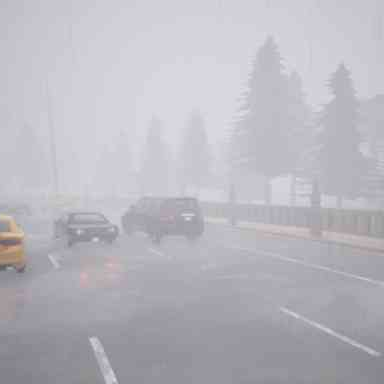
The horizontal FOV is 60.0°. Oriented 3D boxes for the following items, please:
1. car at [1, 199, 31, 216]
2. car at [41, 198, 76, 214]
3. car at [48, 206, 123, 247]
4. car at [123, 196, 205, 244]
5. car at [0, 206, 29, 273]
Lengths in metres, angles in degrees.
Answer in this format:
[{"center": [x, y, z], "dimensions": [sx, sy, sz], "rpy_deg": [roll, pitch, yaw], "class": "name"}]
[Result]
[{"center": [-15.483, 1.356, 29.079], "dimensions": [1.812, 1.442, 4.674], "rpy_deg": [1, 0, -41], "class": "car"}, {"center": [-12.462, 1.331, 30.953], "dimensions": [1.882, 1.535, 5.008], "rpy_deg": [1, 0, -40], "class": "car"}, {"center": [-4.915, 1.541, 14.822], "dimensions": [1.895, 1.301, 4.718], "rpy_deg": [0, 0, -32], "class": "car"}, {"center": [-1.562, 1.188, 16.028], "dimensions": [2.150, 2.045, 5.566], "rpy_deg": [1, 0, -31], "class": "car"}, {"center": [-6.121, 1.414, 9.972], "dimensions": [1.882, 1.535, 5.008], "rpy_deg": [1, 0, -29], "class": "car"}]
